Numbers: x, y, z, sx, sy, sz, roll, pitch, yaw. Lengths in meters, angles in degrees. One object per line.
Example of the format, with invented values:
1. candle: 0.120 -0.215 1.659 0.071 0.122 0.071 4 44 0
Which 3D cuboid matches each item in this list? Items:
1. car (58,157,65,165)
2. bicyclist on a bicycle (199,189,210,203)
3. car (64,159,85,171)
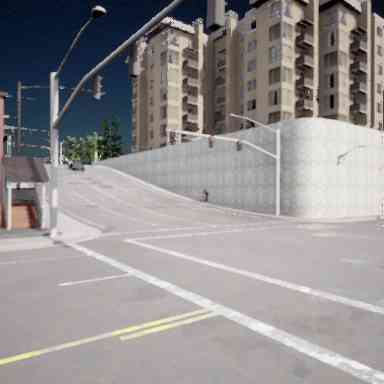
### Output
1. car: -24.761 -5.809 62.345 1.994 1.385 4.181 0 4 -36
2. bicyclist on a bicycle: 1.510 0.432 38.400 1.656 1.620 0.582 0 6 -35
3. car: -18.905 -4.261 54.267 1.994 1.385 4.181 1 12 -35
